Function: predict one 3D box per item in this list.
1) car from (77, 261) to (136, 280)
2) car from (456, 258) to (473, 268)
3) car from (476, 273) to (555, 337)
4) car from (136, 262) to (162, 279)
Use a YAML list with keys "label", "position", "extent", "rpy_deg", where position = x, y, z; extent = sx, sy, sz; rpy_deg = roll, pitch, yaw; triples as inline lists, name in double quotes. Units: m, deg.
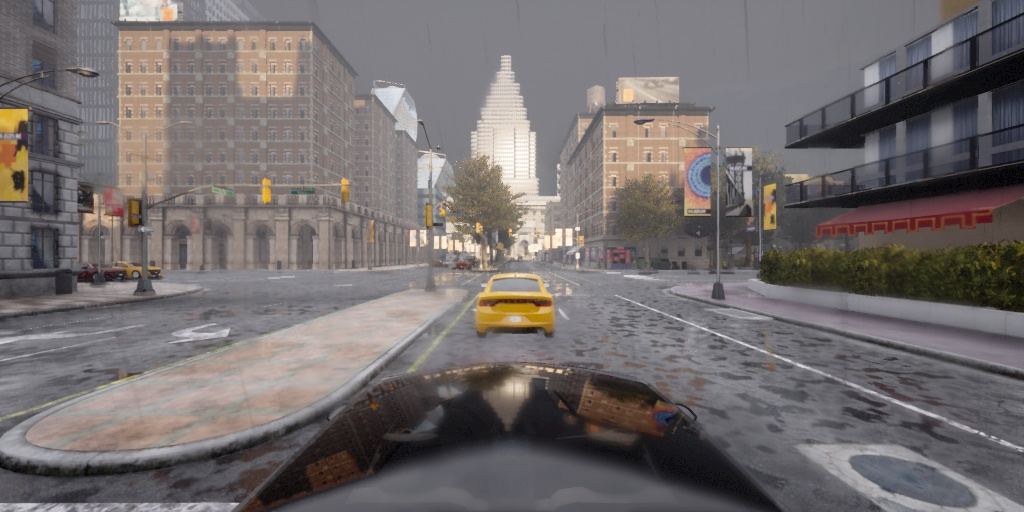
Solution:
- label: "car"
  position: [-33.939, 1.228, 28.817]
  extent: [5.008, 1.535, 1.882]
  rpy_deg: [0, 0, 0]
- label: "car"
  position: [-7.987, 1.351, 59.051]
  extent: [1.895, 1.301, 4.718]
  rpy_deg: [0, 0, 0]
- label: "car"
  position: [0.094, 1.228, 10.310]
  extent: [1.882, 1.535, 5.008]
  rpy_deg: [0, 0, 0]
- label: "car"
  position: [-34.574, 1.228, 32.315]
  extent: [5.008, 1.535, 1.882]
  rpy_deg: [0, 0, 0]
